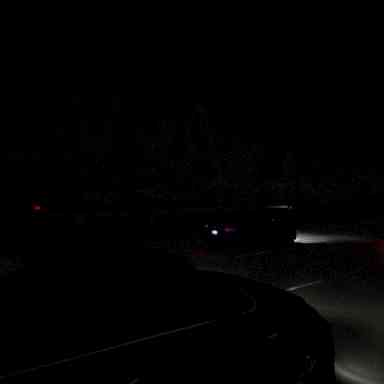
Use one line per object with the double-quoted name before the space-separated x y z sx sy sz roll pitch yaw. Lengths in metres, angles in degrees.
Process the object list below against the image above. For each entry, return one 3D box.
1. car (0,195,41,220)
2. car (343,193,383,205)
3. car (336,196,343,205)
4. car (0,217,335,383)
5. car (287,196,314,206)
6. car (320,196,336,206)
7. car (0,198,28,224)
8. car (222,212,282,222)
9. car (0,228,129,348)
"car" -12.504 1.218 20.867 5.566 2.045 2.150 0 0 -36
"car" 21.392 1.120 40.717 5.566 2.045 2.150 0 0 -35
"car" 22.512 1.379 45.802 4.902 1.511 2.128 0 0 -35
"car" -0.606 1.349 3.314 4.553 1.767 2.097 0 0 -35
"car" 16.365 1.398 50.027 4.892 1.490 1.837 0 0 -35
"car" 20.781 1.378 48.864 4.902 1.511 2.128 0 0 -35
"car" -14.403 1.348 23.811 4.553 1.767 2.097 0 0 -35
"car" 2.519 1.539 14.140 4.181 1.385 1.994 0 0 -35
"car" -3.899 1.548 5.255 5.357 1.411 2.033 0 0 -35
